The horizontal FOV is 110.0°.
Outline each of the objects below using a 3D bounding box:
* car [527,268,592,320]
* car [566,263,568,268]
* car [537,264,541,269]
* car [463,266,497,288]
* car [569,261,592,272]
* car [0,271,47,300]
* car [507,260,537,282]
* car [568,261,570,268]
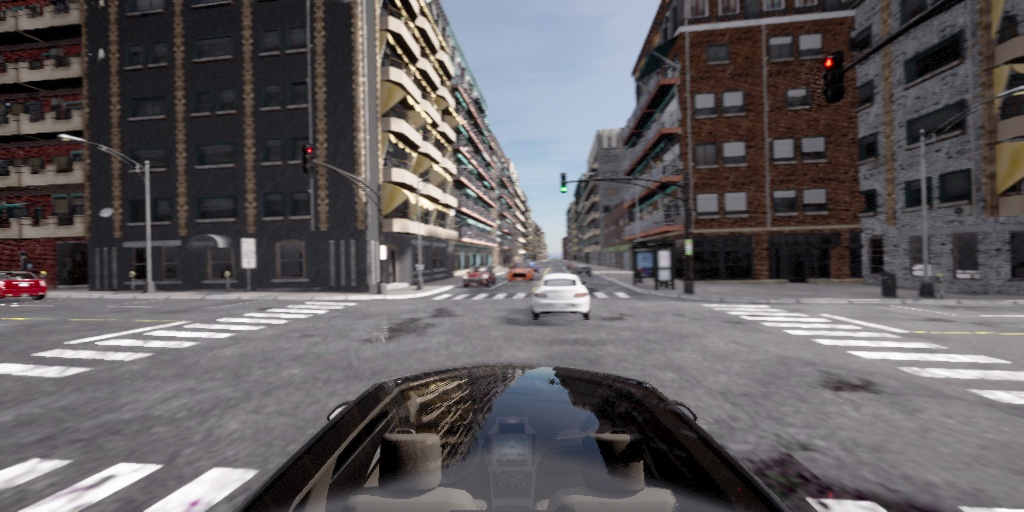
[{"bbox_3d":[1.718,1.338,12.856,1.812,1.442,4.674,-1,-1,7],"label":"car"},{"bbox_3d":[10.061,1.489,59.612,1.967,1.591,4.097,0,0,7],"label":"car"},{"bbox_3d":[2.803,1.711,47.920,1.895,1.301,4.718,-1,-1,7],"label":"car"},{"bbox_3d":[-2.357,1.478,27.050,1.967,1.591,4.097,0,0,7],"label":"car"},{"bbox_3d":[7.326,1.457,37.224,2.007,1.370,4.403,0,0,7],"label":"car"},{"bbox_3d":[-25.749,1.448,17.689,4.097,1.591,1.967,0,0,6],"label":"car"},{"bbox_3d":[0.860,1.362,32.173,2.097,1.767,4.553,-1,-1,7],"label":"car"},{"bbox_3d":[8.010,1.487,42.820,1.888,1.381,4.507,0,0,7],"label":"car"}]
